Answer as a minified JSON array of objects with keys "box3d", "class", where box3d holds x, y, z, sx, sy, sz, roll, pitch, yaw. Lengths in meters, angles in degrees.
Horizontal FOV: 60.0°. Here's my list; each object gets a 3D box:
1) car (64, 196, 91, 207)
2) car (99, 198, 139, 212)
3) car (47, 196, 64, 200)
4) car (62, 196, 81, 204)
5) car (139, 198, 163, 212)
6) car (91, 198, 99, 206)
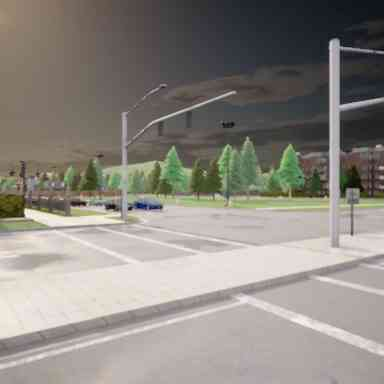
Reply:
[{"box3d":[-17.489,1.589,50.552,1.895,1.301,4.718,0,0,-36],"class":"car"},{"box3d":[-8.430,1.479,38.063,2.128,1.511,4.902,0,0,-36],"class":"car"},{"box3d":[-25.962,1.491,62.330,1.837,1.490,4.892,0,0,-36],"class":"car"},{"box3d":[-23.754,1.533,65.269,2.033,1.411,5.357,0,0,-36],"class":"car"},{"box3d":[-5.234,1.463,39.618,1.882,1.535,5.008,0,0,-36],"class":"car"},{"box3d":[-14.989,1.586,53.061,1.895,1.301,4.718,0,0,-36],"class":"car"}]
